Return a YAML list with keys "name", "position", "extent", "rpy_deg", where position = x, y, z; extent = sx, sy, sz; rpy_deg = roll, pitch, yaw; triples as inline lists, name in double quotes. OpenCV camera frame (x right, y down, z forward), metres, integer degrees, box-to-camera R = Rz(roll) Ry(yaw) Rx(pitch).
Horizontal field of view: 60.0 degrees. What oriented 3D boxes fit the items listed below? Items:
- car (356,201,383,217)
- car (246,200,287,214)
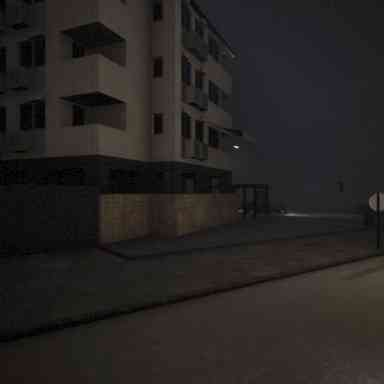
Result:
- name: "car"
  position: [16.998, 1.209, 28.407]
  extent: [2.150, 2.045, 5.566]
  rpy_deg: [0, 0, -31]
- name: "car"
  position: [7.467, 1.537, 35.386]
  extent: [2.033, 1.411, 5.357]
  rpy_deg: [0, 0, -35]
